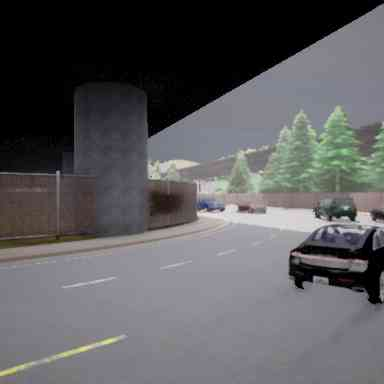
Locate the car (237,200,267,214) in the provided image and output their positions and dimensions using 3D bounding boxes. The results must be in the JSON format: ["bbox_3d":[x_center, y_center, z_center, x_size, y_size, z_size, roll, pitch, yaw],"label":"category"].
[{"bbox_3d":[7.286,1.729,40.665,2.097,1.767,4.553,0,-1,-18],"label":"car"}]

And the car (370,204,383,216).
[{"bbox_3d":[15.517,1.685,25.911,2.128,1.511,4.902,0,-1,9],"label":"car"}]

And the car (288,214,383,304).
[{"bbox_3d":[4.167,1.561,8.485,2.128,1.511,4.902,-1,-1,41],"label":"car"}]

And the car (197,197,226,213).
[{"bbox_3d":[2.430,1.655,44.217,2.150,2.045,5.566,0,-1,-22],"label":"car"}]

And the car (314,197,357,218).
[{"bbox_3d":[12.483,1.461,29.248,2.150,2.045,5.566,0,-1,4],"label":"car"}]
